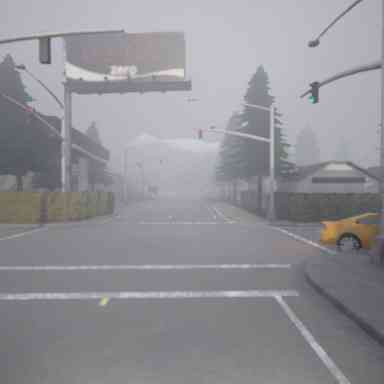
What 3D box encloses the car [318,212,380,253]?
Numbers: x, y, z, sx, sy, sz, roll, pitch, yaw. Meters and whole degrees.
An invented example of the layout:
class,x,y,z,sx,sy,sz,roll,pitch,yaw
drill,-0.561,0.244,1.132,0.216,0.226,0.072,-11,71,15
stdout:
class,x,y,z,sx,sy,sz,roll,pitch,yaw
car,7.183,1.505,11.887,5.008,1.535,1.882,1,-3,24
